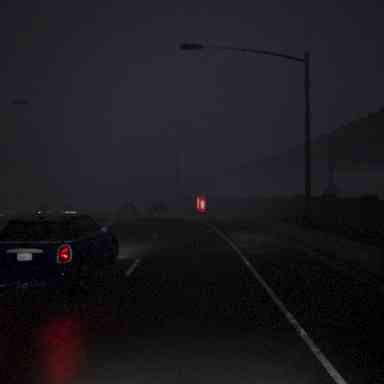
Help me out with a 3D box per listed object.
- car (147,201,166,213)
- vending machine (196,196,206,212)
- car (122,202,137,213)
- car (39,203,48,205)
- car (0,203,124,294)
[{"bbox_3d":[-4.521,1.871,42.292,2.128,1.511,4.902,0,-2,-16],"label":"car"},{"bbox_3d":[1.240,1.607,43.880,1.100,2.100,0.880,1,-1,-16],"label":"vending machine"},{"bbox_3d":[-8.123,1.948,42.091,1.994,1.385,4.181,0,-2,-16],"label":"car"},{"bbox_3d":[-23.930,2.511,53.771,2.033,1.411,5.357,1,-3,-25],"label":"car"},{"bbox_3d":[-3.421,1.347,8.904,2.097,1.767,4.553,0,0,0],"label":"car"}]
